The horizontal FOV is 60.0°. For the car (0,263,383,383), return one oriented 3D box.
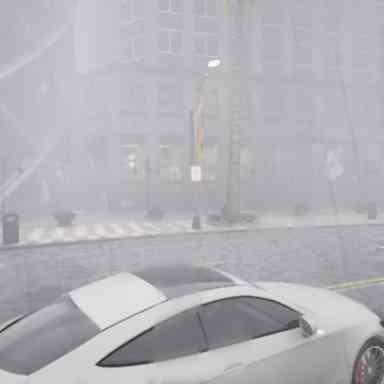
[{"bbox_3d":[0.088,1.503,3.378,4.674,1.442,1.812,-1,0,-32],"label":"car"}]
